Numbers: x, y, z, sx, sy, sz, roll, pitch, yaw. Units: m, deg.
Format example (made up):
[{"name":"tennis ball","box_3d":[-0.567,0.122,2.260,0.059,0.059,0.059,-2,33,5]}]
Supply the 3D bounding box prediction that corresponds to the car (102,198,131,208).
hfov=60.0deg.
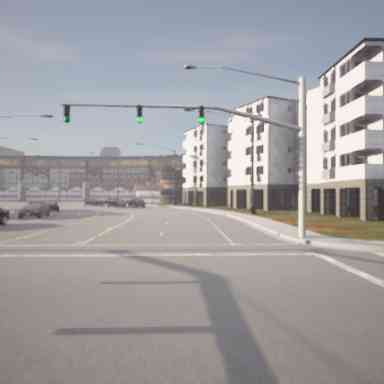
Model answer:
[{"name":"car","box_3d":[-12.322,1.808,54.198,2.128,1.511,4.902,0,0,-34]}]

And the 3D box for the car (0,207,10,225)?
[{"name":"car","box_3d":[-14.227,1.602,22.346,1.882,1.535,5.008,0,0,-2]}]

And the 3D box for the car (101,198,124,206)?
[{"name":"car","box_3d":[-15.164,1.866,63.265,4.892,1.490,1.837,0,0,43]}]

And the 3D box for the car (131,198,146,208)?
[{"name":"car","box_3d":[-9.500,1.843,56.275,1.837,1.490,4.892,0,0,-34]}]

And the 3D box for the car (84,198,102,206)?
[{"name":"car","box_3d":[-18.015,1.863,61.167,4.674,1.442,1.812,0,0,43]}]

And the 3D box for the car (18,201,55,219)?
[{"name":"car","box_3d":[-14.892,1.703,31.698,1.812,1.442,4.674,0,0,-9]}]

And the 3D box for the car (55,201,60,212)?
[{"name":"car","box_3d":[-17.544,1.825,41.418,1.895,1.301,4.718,0,0,-24]}]
